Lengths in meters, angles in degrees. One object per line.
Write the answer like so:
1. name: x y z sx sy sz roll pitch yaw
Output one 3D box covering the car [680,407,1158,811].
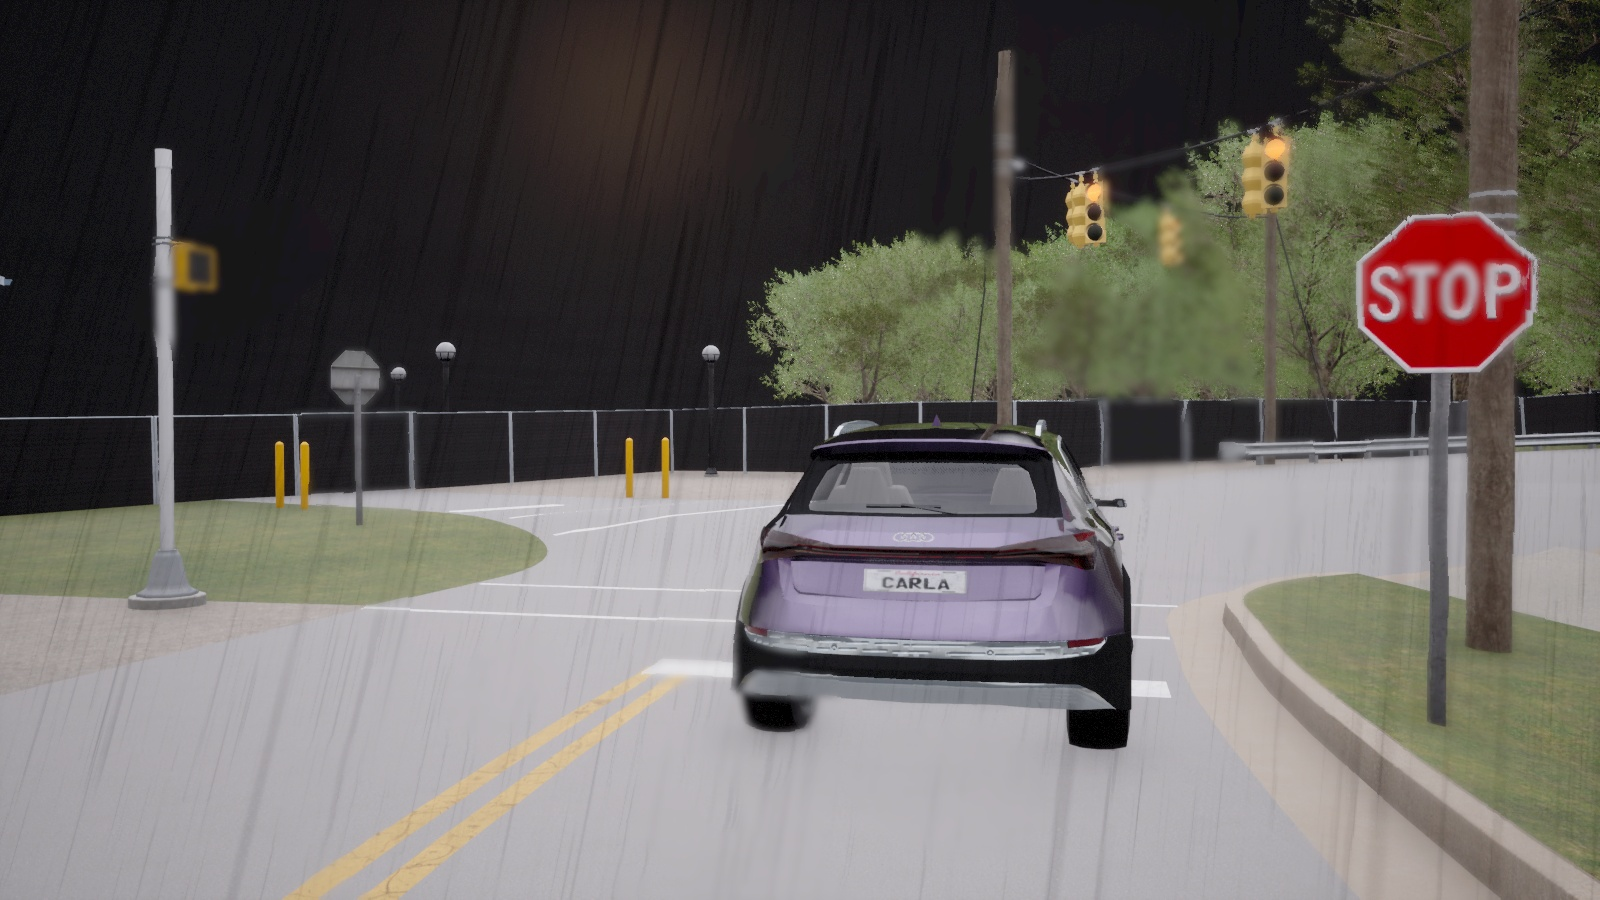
1. car: 0.983 0.633 7.710 2.033 1.649 4.856 0 0 12
